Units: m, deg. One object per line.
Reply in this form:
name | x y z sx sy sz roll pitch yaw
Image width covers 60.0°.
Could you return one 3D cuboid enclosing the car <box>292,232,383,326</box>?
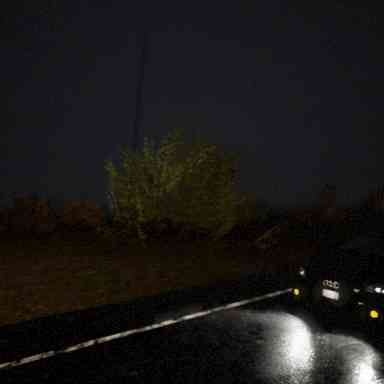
car | 3.991 1.561 6.837 4.181 1.385 1.994 0 0 -36
